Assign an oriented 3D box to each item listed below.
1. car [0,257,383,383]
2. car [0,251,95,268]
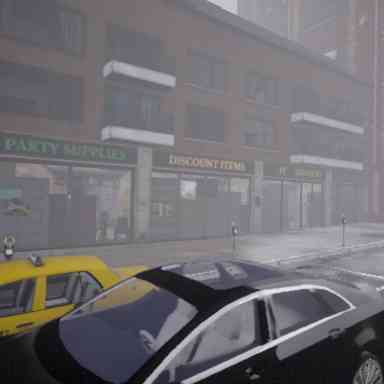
[{"bbox_3d":[-0.004,1.492,3.068,4.902,1.511,2.128,0,0,-35],"label":"car"},{"bbox_3d":[-2.356,1.526,4.394,4.829,1.417,1.752,0,2,-35],"label":"car"}]
